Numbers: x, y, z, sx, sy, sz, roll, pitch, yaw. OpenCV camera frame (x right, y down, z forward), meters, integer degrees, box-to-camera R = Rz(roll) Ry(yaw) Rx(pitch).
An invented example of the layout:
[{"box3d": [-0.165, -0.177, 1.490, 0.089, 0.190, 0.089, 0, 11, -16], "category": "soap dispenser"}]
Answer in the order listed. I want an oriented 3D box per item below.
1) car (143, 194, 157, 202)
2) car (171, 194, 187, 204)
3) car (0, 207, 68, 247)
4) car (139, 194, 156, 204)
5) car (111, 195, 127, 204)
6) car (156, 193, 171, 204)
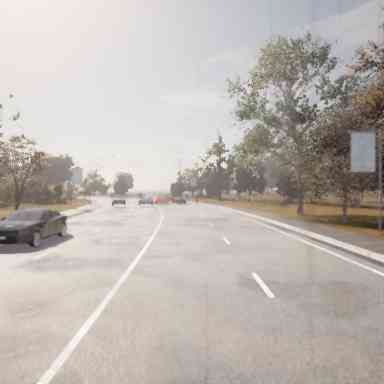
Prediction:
[{"box3d": [-8.594, 1.222, 68.214, 1.812, 1.442, 4.674, 0, 0, -20], "category": "car"}, {"box3d": [-2.336, 1.429, 59.580, 1.895, 1.301, 4.718, 0, 0, -16], "category": "car"}, {"box3d": [-7.299, 1.479, 15.203, 1.882, 1.535, 5.008, 0, 0, -2], "category": "car"}, {"box3d": [-6.468, 1.149, 46.012, 1.994, 1.385, 4.181, 0, 0, -10], "category": "car"}, {"box3d": [-9.913, 1.076, 45.392, 1.882, 1.535, 5.008, 0, 0, -10], "category": "car"}, {"box3d": [-5.643, 1.182, 58.386, 2.097, 1.767, 4.553, 0, 0, -16], "category": "car"}]
